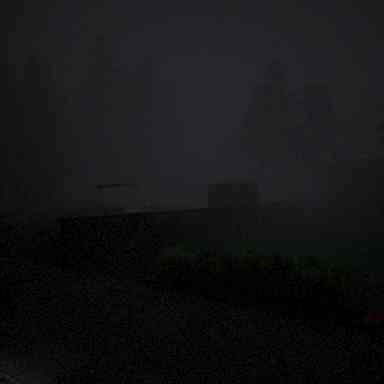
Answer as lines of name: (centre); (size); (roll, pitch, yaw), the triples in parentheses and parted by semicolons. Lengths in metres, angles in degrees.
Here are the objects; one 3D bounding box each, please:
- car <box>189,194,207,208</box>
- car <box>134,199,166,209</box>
car: (1.875, 1.275, 48.216); (2.150, 2.045, 5.566); (0, 0, 36)
car: (-5.701, 1.659, 44.665); (1.895, 1.301, 4.718); (0, 0, 36)
